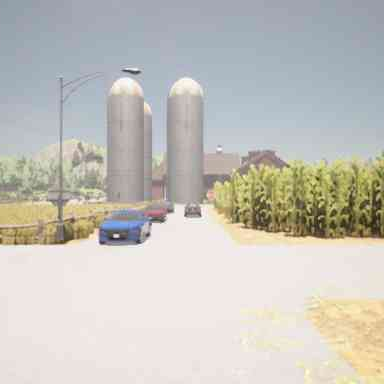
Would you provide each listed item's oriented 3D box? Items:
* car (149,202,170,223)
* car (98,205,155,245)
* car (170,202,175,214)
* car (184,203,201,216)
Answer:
[{"bbox_3d":[-3.207,1.773,28.451,1.882,1.535,5.008,0,0,0],"label":"car"},{"bbox_3d":[-3.202,1.628,16.583,1.882,1.535,5.008,0,-1,0],"label":"car"},{"bbox_3d":[-3.177,1.937,42.057,2.033,1.411,5.357,0,0,0],"label":"car"},{"bbox_3d":[0.086,1.911,36.896,2.033,1.411,5.357,0,0,0],"label":"car"}]
